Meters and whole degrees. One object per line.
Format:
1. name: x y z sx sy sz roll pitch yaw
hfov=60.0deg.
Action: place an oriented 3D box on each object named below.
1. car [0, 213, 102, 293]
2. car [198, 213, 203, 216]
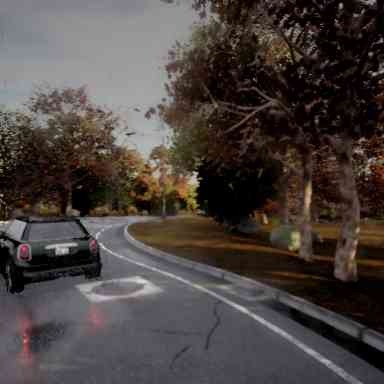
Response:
1. car: -4.332 1.431 9.497 2.097 1.767 4.553 -1 0 -37
2. car: 2.478 3.873 60.003 2.033 1.411 5.357 -1 -5 17
